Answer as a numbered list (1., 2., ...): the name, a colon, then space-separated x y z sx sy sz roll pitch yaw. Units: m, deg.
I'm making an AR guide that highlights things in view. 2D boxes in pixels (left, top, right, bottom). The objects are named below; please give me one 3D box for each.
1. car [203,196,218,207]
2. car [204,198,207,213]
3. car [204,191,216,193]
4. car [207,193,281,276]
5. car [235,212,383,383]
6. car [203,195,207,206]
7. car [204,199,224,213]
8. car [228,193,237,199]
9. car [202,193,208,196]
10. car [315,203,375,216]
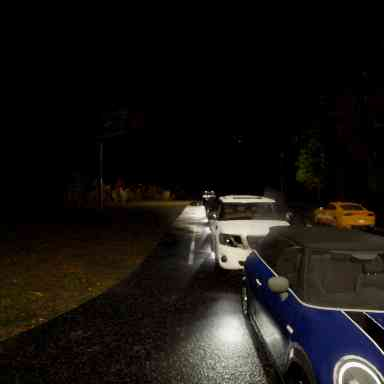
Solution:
1. car: 2.646 1.314 47.994 1.994 1.385 4.181 0 0 2
2. car: 2.012 1.380 23.076 1.837 1.490 4.892 0 0 1
3. car: 2.833 0.938 54.427 2.150 2.045 5.566 0 0 2
4. car: 1.727 1.160 10.489 2.150 2.045 5.566 0 0 1
5. car: 1.940 1.338 4.143 2.097 1.767 4.553 0 0 0
6. car: 2.158 1.322 29.330 1.882 1.535 5.008 0 0 1
7. car: 2.303 1.415 35.419 1.895 1.301 4.718 0 0 1
8. car: 10.523 1.034 87.393 1.837 1.490 4.892 0 0 1
9. car: 2.460 1.275 41.585 2.128 1.511 4.902 0 0 2
10. car: 8.931 1.373 19.902 1.882 1.535 5.008 0 0 1
